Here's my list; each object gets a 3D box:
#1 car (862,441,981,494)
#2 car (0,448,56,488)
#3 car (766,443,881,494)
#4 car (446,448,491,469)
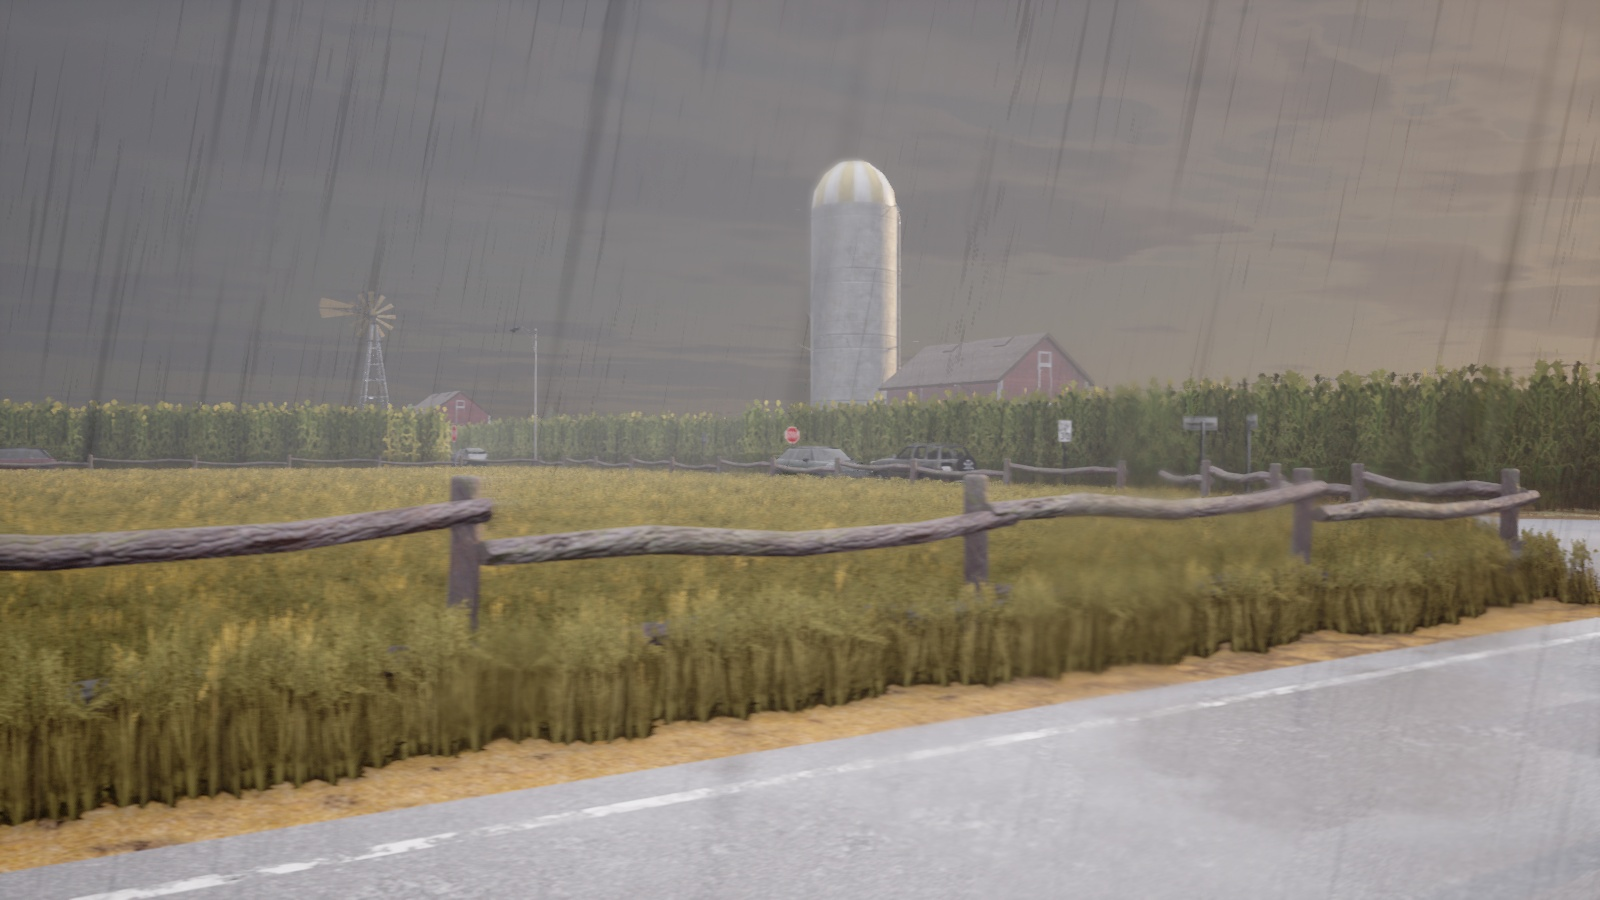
[{"bbox_3d":[4.380,0.606,45.979,1.932,1.855,4.605,0,0,-31],"label":"car"},{"bbox_3d":[-36.305,0.814,56.771,4.553,1.767,2.097,0,0,-31],"label":"car"},{"bbox_3d":[0.807,0.644,45.893,2.097,1.767,4.553,0,0,-31],"label":"car"},{"bbox_3d":[-24.922,0.633,94.304,2.007,1.525,4.514,0,0,-31],"label":"car"}]
